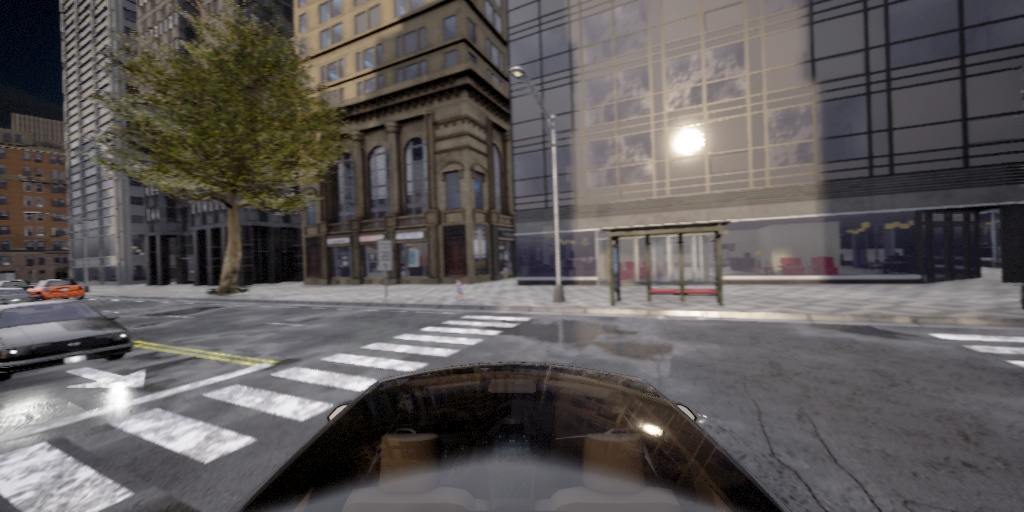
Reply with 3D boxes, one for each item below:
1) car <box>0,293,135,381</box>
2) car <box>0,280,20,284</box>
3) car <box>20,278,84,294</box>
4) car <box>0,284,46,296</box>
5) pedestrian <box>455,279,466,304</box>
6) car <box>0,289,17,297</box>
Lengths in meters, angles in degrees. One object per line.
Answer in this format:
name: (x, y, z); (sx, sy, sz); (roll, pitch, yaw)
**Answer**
car: (-11.066, 1.777, 8.435); (5.357, 1.411, 2.033); (-2, 0, 28)
car: (-44.711, 2.957, 32.058); (4.553, 1.767, 2.097); (-2, 0, 26)
car: (-34.869, 2.575, 27.332); (4.553, 1.767, 2.097); (-2, 0, 26)
car: (-30.782, 2.621, 21.794); (4.181, 1.385, 1.994); (-2, 0, 26)
pedestrian: (-2.101, 1.399, 14.446); (0.500, 1.100, 0.500); (-2, 0, 26)
car: (-19.841, 2.107, 12.654); (4.892, 1.490, 1.837); (-2, 0, 26)
